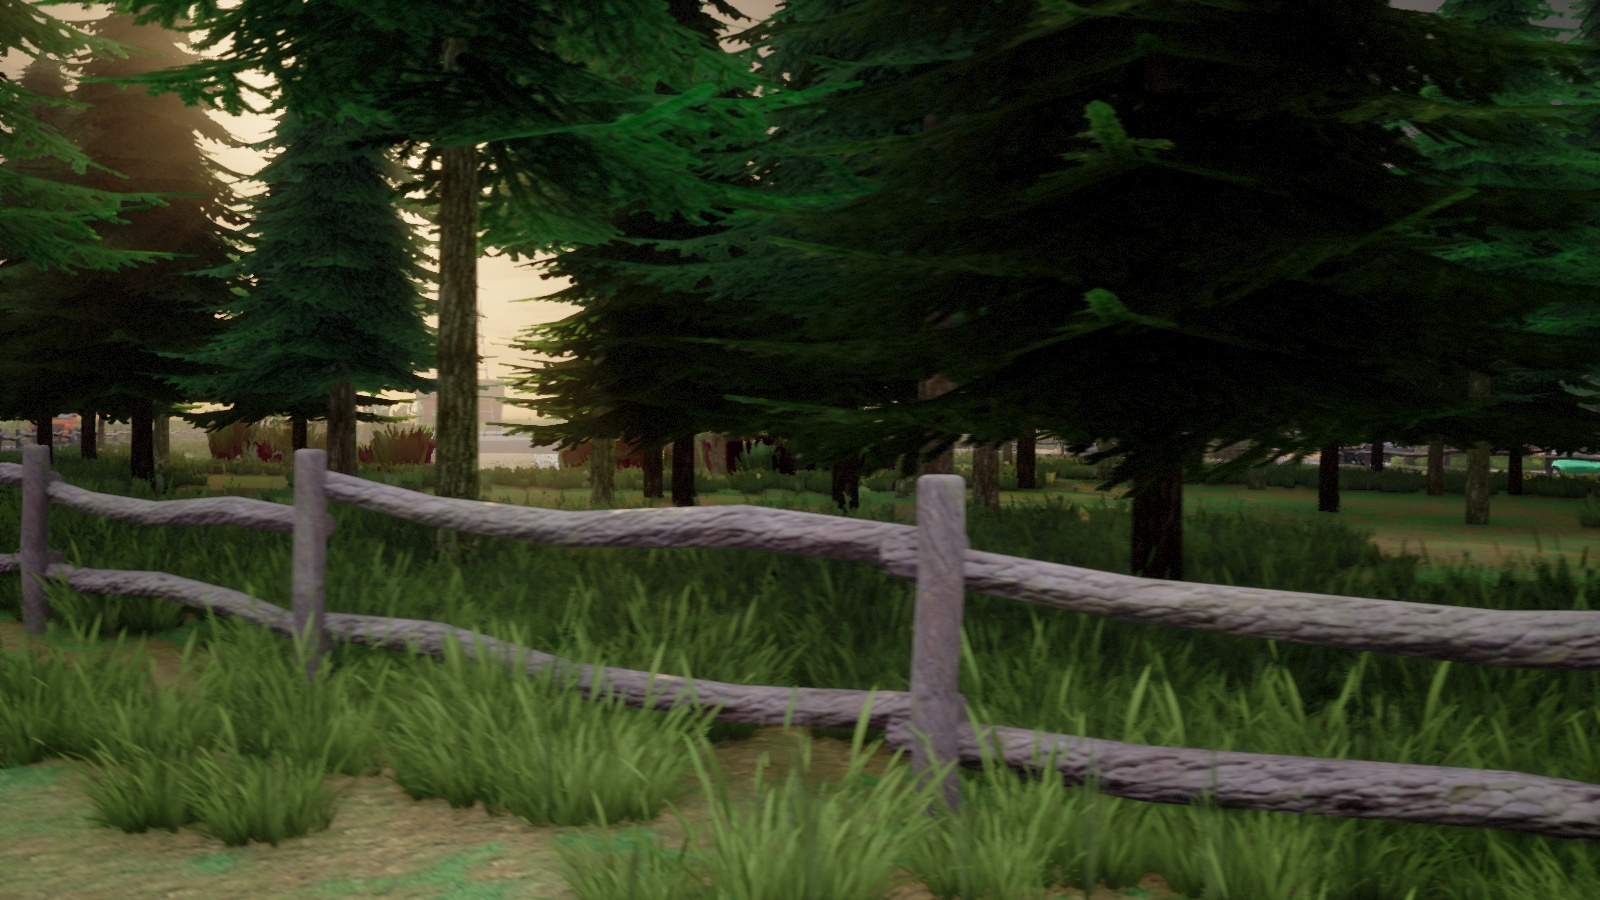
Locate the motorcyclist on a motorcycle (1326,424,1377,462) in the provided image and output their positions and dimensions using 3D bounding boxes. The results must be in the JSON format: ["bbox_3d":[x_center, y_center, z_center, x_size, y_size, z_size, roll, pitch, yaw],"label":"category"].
[{"bbox_3d":[24.246,-0.315,55.257,0.766,1.649,2.350,-1,1,-15],"label":"motorcyclist on a motorcycle"}]

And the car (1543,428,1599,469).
[{"bbox_3d":[27.400,-0.082,43.759,1.481,1.376,2.207,-1,1,-16],"label":"car"}]

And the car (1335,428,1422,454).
[{"bbox_3d":[34.201,-0.549,74.240,4.674,1.442,1.812,-1,1,-18],"label":"car"}]
